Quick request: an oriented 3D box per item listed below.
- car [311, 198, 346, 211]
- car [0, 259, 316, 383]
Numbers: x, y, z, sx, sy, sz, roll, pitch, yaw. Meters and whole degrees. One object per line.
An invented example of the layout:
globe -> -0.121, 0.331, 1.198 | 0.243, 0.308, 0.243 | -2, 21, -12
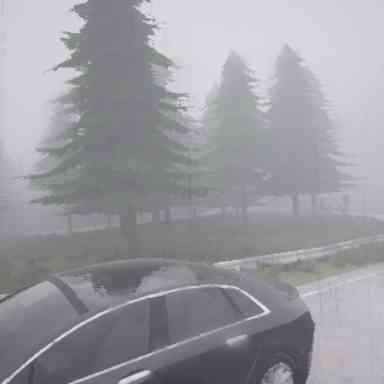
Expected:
car -> 16.532, 1.686, 40.471 | 2.150, 2.045, 5.566 | -4, -2, -5
car -> -0.862, 1.509, 3.064 | 4.892, 1.490, 1.837 | 0, 0, -35
